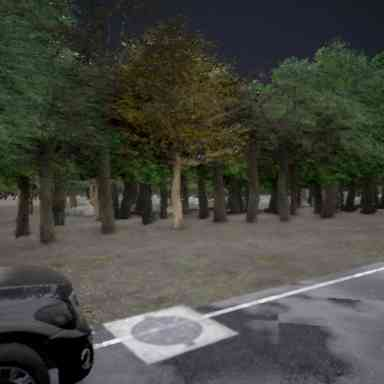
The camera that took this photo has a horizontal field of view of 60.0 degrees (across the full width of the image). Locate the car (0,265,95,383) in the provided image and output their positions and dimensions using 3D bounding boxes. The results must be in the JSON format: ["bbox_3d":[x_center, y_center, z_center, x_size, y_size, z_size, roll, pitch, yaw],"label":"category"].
[{"bbox_3d":[-3.702,1.274,2.677,5.566,2.045,2.150,0,0,-36],"label":"car"}]
